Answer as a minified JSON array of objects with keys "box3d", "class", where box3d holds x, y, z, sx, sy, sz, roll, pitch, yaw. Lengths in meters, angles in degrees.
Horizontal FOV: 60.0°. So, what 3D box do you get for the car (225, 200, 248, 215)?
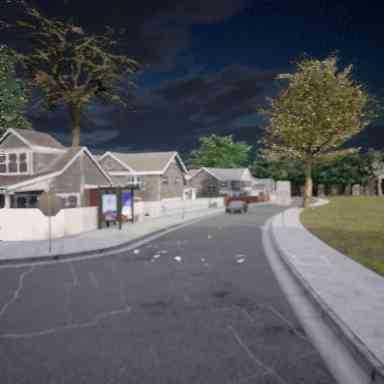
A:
[{"box3d":[5.123,1.710,37.703,1.882,1.535,5.008,0,0,20],"class":"car"}]
